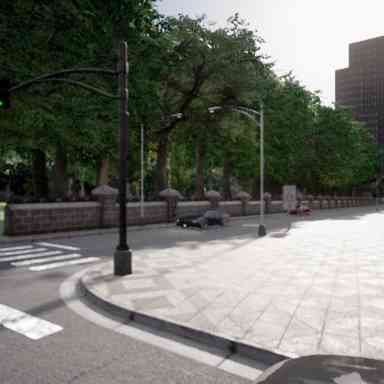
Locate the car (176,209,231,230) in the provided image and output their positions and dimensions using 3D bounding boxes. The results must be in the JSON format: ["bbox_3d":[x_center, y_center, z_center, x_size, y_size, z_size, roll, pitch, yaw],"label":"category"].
[{"bbox_3d":[1.036,2.013,25.334,2.033,1.411,5.357,0,-1,35],"label":"car"}]

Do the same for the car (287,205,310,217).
[{"bbox_3d":[14.015,2.415,43.619,1.882,1.535,5.008,0,-2,36],"label":"car"}]

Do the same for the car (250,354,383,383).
[{"bbox_3d":[2.179,1.551,1.410,4.403,1.369,2.008,0,0,36],"label":"car"}]
